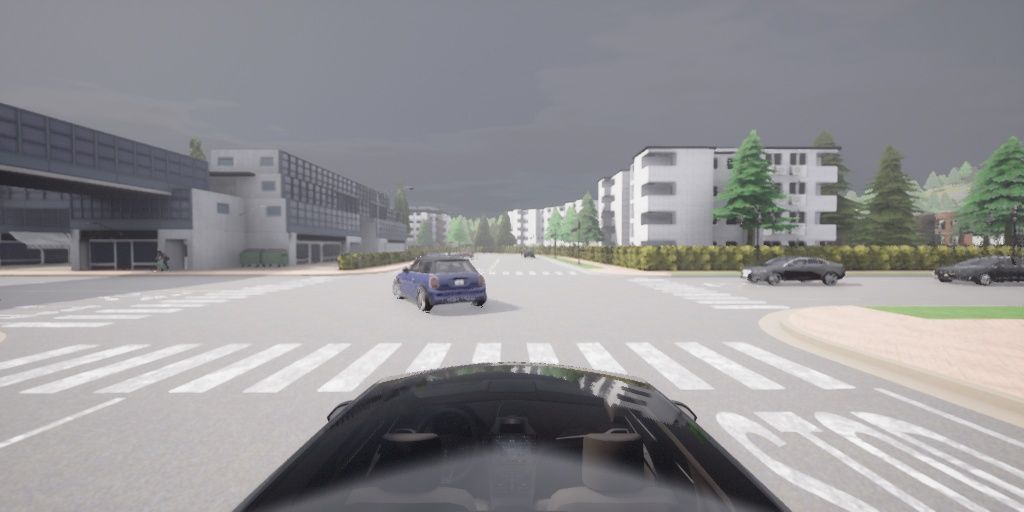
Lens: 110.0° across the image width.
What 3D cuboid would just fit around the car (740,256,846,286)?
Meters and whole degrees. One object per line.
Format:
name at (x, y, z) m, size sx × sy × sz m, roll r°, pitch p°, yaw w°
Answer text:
car at (14.967, 0.760, 19.256) m, size 4.902 × 1.511 × 2.128 m, roll 0°, pitch 2°, yaw 0°

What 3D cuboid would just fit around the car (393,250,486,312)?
car at (-2.763, 0.803, 12.987) m, size 2.097 × 1.767 × 4.553 m, roll -1°, pitch 2°, yaw -32°

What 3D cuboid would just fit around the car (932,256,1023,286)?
car at (25.815, 0.770, 19.325) m, size 4.892 × 1.490 × 1.837 m, roll 0°, pitch 2°, yaw 0°

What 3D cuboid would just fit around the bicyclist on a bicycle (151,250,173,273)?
bicyclist on a bicycle at (-25.426, 0.410, 26.053) m, size 0.582 × 1.620 × 1.656 m, roll 0°, pitch 2°, yaw 0°

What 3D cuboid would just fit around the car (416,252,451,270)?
car at (-7.314, 0.387, 34.010) m, size 2.128 × 1.511 × 4.902 m, roll 0°, pitch 2°, yaw 1°

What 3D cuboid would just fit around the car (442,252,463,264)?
car at (-7.368, 0.206, 44.971) m, size 1.895 × 1.301 × 4.718 m, roll 0°, pitch 2°, yaw 0°

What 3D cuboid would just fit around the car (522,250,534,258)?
car at (2.860, -0.405, 64.404) m, size 1.837 × 1.490 × 4.892 m, roll 0°, pitch 2°, yaw -5°
